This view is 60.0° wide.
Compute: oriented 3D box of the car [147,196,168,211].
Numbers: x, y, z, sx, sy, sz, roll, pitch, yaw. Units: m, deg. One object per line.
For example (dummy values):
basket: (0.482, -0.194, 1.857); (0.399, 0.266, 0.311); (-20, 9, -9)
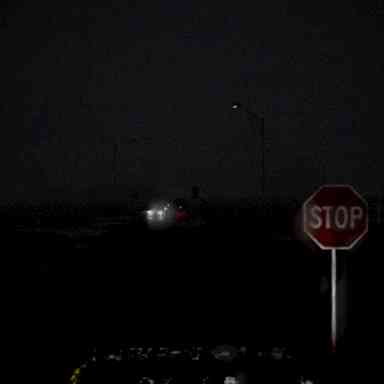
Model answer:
car: (-4.418, 1.574, 41.473); (1.994, 1.385, 4.181); (0, 0, -3)

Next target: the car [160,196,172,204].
car: (-5.124, 1.591, 66.133); (2.033, 1.411, 5.357); (0, 0, 0)

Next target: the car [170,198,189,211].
car: (-1.468, 1.516, 40.991); (1.837, 1.490, 4.892); (0, 0, -3)

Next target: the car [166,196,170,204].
car: (-4.867, 1.527, 51.409); (1.837, 1.490, 4.892); (0, 0, -1)
